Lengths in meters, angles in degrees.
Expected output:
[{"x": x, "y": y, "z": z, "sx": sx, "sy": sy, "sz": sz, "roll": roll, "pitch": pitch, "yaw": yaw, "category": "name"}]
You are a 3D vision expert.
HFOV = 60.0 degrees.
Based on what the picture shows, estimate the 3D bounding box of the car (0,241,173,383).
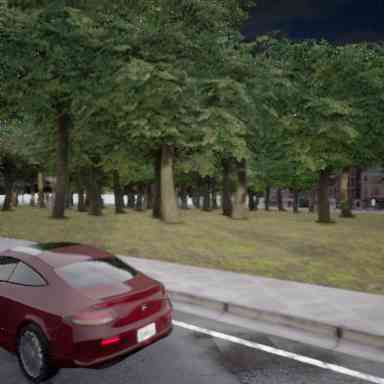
[{"x": -2.423, "y": 1.555, "z": 5.418, "sx": 4.674, "sy": 1.442, "sz": 1.812, "roll": 0, "pitch": 0, "yaw": 36, "category": "car"}]
